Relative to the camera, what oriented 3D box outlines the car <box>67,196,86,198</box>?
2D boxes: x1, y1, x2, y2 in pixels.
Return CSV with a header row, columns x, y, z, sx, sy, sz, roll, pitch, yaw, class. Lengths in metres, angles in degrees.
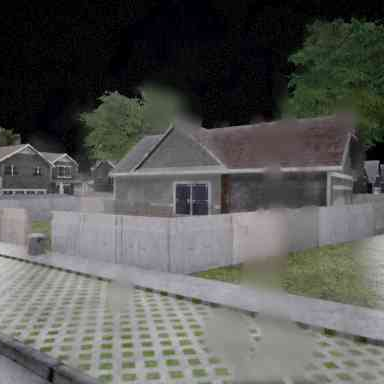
x,y,z,sx,sy,sz,roll,pitch,yaw,class
-12.753,1.166,36.183,1.837,1.490,4.892,1,1,34,car
